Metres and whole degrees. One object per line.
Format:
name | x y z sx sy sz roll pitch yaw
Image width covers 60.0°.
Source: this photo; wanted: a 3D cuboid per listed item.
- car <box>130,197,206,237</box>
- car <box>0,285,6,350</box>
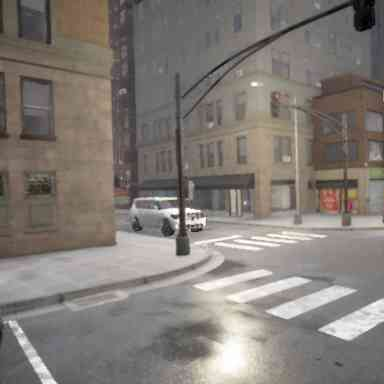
car | -1.576 1.300 19.109 2.150 2.045 5.566 -2 0 -38
car | -4.320 1.643 3.328 4.313 1.339 1.947 -2 0 -38
